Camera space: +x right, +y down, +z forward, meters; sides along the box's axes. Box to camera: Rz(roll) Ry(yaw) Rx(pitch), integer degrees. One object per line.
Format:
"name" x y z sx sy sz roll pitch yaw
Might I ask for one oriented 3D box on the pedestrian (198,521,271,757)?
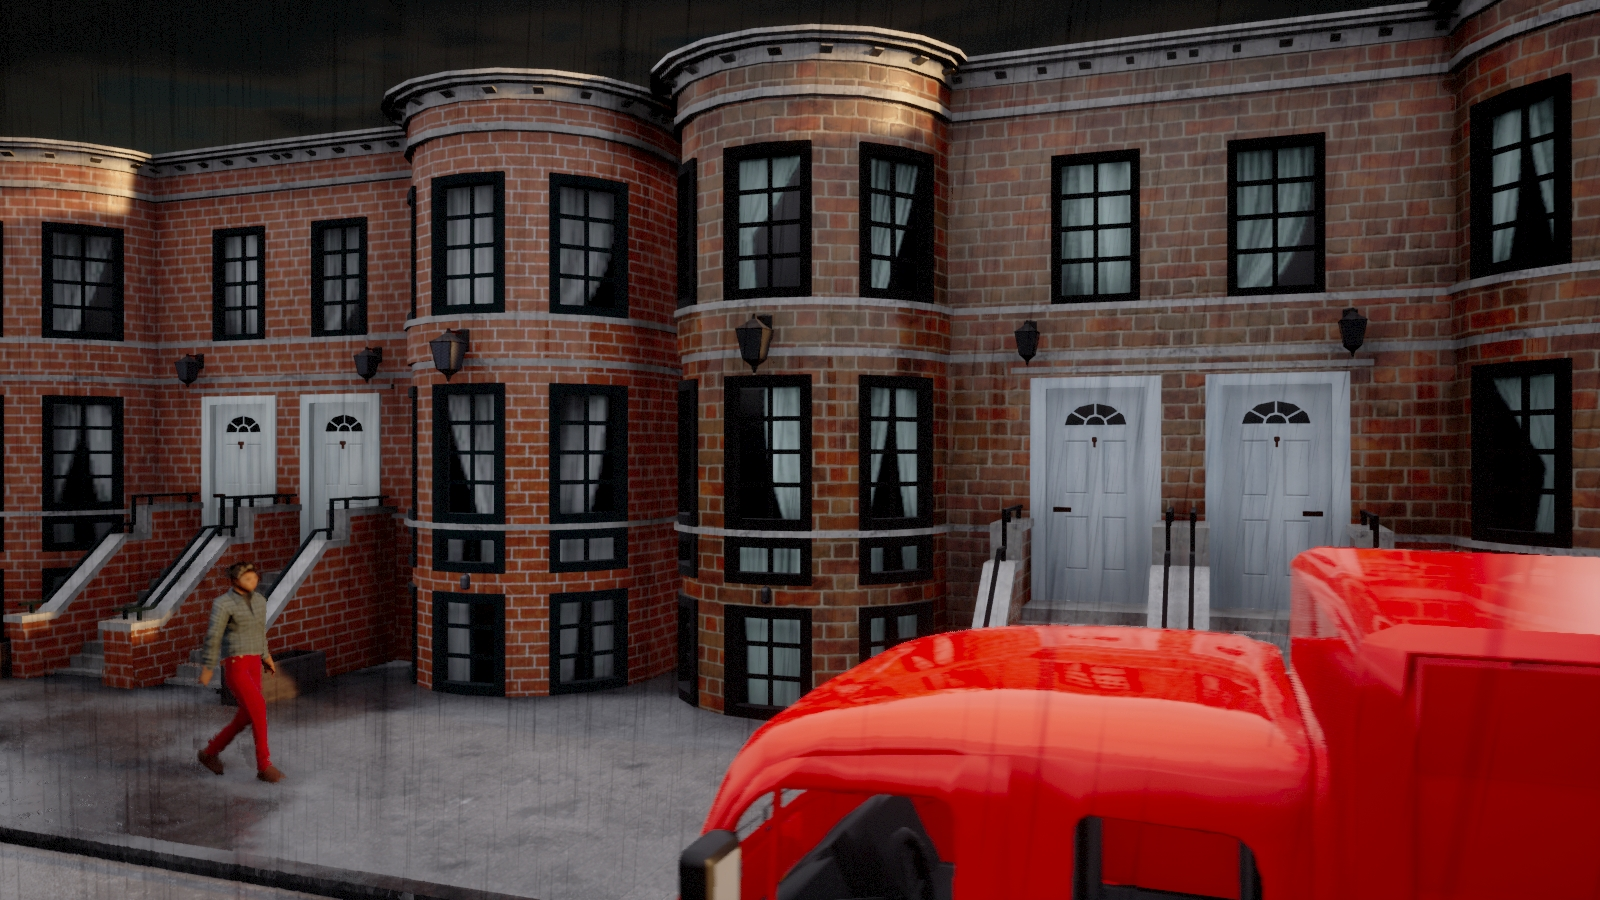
"pedestrian" -4.635 1.528 9.373 0.375 1.860 0.375 0 0 16

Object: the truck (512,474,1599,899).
"truck" 2.217 1.351 3.031 5.204 2.467 2.627 0 0 20
